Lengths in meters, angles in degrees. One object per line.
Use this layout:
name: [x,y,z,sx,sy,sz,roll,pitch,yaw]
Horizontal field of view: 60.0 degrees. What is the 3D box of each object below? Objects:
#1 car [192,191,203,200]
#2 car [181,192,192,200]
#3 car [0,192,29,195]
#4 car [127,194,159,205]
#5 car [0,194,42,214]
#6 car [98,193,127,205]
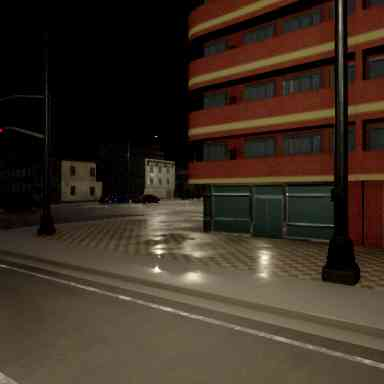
car: [2.742,0.294,61.679,2.097,1.767,4.553,0,1,37]
car: [-0.084,0.840,63.745,1.837,1.490,4.892,0,1,37]
car: [-20.496,1.083,36.418,2.150,2.045,5.566,0,1,36]
car: [-6.800,1.091,48.976,1.812,1.442,4.674,0,1,37]
car: [-17.990,1.342,33.908,1.882,1.535,5.008,0,1,37]
car: [-11.452,0.973,48.581,2.097,1.767,4.553,0,1,37]
